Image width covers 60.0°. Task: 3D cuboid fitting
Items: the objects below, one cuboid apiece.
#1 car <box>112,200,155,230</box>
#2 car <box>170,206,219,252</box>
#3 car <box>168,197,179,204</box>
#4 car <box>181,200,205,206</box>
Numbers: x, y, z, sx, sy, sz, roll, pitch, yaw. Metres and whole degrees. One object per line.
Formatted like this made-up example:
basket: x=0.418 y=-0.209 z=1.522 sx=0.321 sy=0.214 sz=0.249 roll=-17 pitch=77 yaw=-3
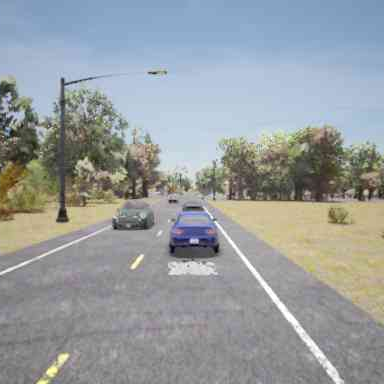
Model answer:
car: x=-3.602 y=1.336 z=21.088 sx=2.097 sy=1.767 sz=4.553 roll=0 pitch=0 yaw=0
car: x=0.088 y=1.516 z=13.727 sx=1.812 sy=1.442 sz=4.674 roll=0 pitch=0 yaw=0
car: x=-3.522 y=1.560 z=63.126 sx=1.895 sy=1.301 sz=4.718 roll=0 pitch=0 yaw=0
car: x=0.095 y=1.483 z=29.430 sx=1.837 sy=1.490 sz=4.892 roll=0 pitch=0 yaw=0
